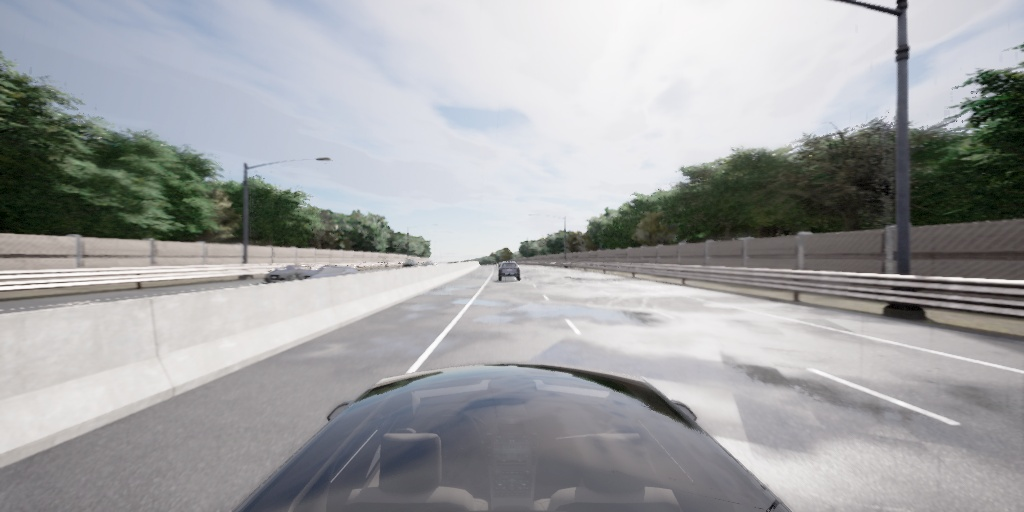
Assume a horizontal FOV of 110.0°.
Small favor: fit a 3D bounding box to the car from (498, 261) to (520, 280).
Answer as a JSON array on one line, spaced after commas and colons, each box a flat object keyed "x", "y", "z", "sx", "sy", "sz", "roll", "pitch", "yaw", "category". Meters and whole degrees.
[{"x": -0.286, "y": 1.292, "z": 33.116, "sx": 2.033, "sy": 1.649, "sz": 4.856, "roll": 0, "pitch": 0, "yaw": -2, "category": "car"}]

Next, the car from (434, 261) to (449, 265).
[{"x": -12.085, "y": 1.616, "z": 63.437, "sx": 1.812, "sy": 1.442, "sz": 4.674, "roll": 0, "pitch": 0, "yaw": -2, "category": "car"}]

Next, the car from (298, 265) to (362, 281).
[{"x": -10.758, "y": 1.349, "z": 22.075, "sx": 1.812, "sy": 1.442, "sz": 4.674, "roll": 0, "pitch": 0, "yaw": -1, "category": "car"}]

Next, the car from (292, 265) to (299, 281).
[{"x": -14.349, "y": 1.417, "z": 27.297, "sx": 1.994, "sy": 1.385, "sz": 4.181, "roll": 0, "pitch": 0, "yaw": -1, "category": "car"}]

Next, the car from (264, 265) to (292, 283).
[{"x": -17.883, "y": 1.430, "z": 28.930, "sx": 1.994, "sy": 1.385, "sz": 4.181, "roll": 0, "pitch": 0, "yaw": -1, "category": "car"}]
